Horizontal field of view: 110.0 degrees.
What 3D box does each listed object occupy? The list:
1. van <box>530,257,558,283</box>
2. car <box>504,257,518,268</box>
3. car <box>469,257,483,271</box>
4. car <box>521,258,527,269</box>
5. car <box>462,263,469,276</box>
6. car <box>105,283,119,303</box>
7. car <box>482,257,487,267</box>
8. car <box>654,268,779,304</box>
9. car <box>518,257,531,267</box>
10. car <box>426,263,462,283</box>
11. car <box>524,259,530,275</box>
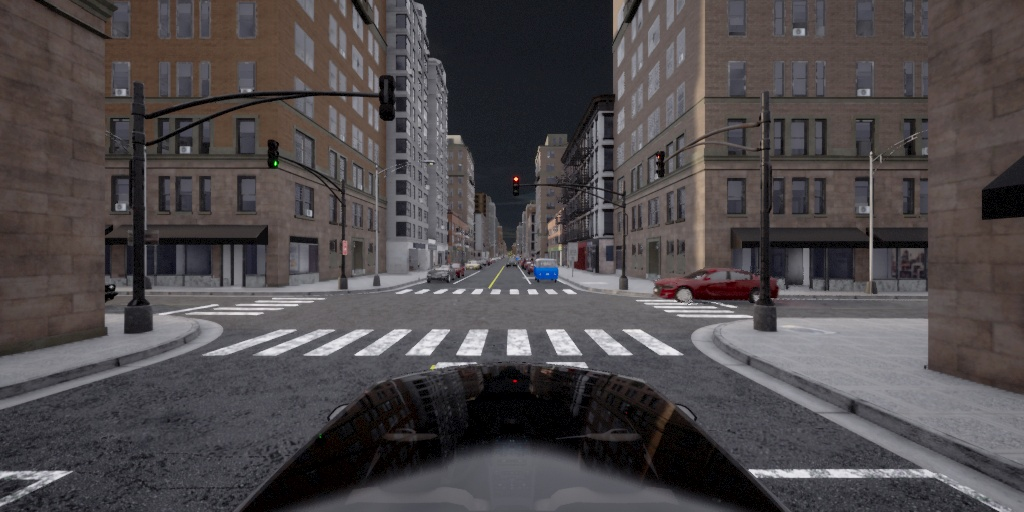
[{"bbox_3d":[2.579,1.089,27.932,1.690,1.789,3.998,0,0,0],"label":"van"},{"bbox_3d":[-0.036,1.337,61.542,1.895,1.301,4.718,0,0,0],"label":"car"},{"bbox_3d":[-5.496,1.269,50.464,1.751,1.417,4.829,0,0,0],"label":"car"},{"bbox_3d":[2.528,1.326,50.658,1.802,1.307,4.207,0,0,0],"label":"car"},{"bbox_3d":[-5.459,1.293,33.587,1.888,1.381,4.507,0,0,0],"label":"car"},{"bbox_3d":[-17.228,1.254,12.730,4.718,1.301,1.895,0,0,-2],"label":"car"},{"bbox_3d":[-5.509,1.306,56.316,1.948,1.339,4.313,0,0,0],"label":"car"},{"bbox_3d":[9.021,1.291,16.079,5.008,1.535,1.882,0,0,4],"label":"car"},{"bbox_3d":[2.516,1.055,56.340,2.192,1.841,5.009,0,0,0],"label":"car"},{"bbox_3d":[-5.446,1.299,27.906,2.007,1.370,4.403,0,0,0],"label":"car"},{"bbox_3d":[2.554,1.330,39.295,1.802,1.307,4.207,0,0,0],"label":"car"}]
